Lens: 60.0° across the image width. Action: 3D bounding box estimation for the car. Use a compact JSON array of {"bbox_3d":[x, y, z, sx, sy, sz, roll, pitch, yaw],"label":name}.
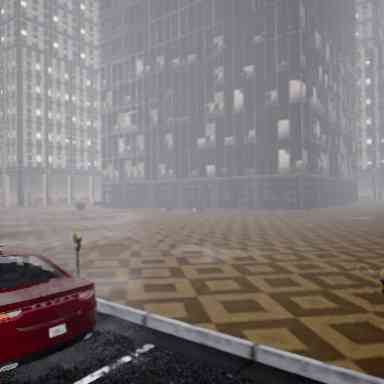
[{"bbox_3d":[-3.450,1.559,5.361,4.507,1.381,1.887,0,-1,36],"label":"car"}]
